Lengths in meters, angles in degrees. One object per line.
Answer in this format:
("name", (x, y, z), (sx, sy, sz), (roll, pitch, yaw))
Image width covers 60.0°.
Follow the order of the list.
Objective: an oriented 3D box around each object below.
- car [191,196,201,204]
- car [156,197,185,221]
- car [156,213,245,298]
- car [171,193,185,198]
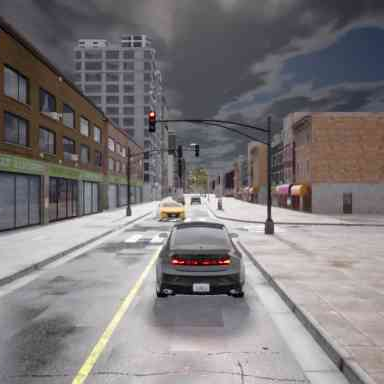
("car", (0.718, 1.485, 63.704), (1.837, 1.490, 4.892), (0, 0, 1))
("car", (-1.846, 1.479, 27.098), (1.882, 1.535, 5.008), (0, 0, -11))
("car", (0.176, 1.505, 8.526), (1.837, 1.490, 4.892), (0, 0, 0))
("car", (-2.296, 1.211, 55.947), (2.150, 2.045, 5.566), (0, 0, 0))
